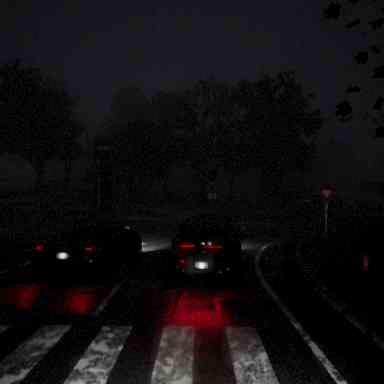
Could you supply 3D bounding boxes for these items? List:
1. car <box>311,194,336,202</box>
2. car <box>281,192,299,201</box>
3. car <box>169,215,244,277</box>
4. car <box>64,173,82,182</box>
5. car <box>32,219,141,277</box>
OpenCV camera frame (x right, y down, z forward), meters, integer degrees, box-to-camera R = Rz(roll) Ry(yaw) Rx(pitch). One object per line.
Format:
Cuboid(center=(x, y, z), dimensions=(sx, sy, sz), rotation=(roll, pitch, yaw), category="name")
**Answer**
Cuboid(center=(20.633, 0.861, 52.232), dimensions=(1.994, 1.385, 4.181), rotation=(0, 2, -15), category="car")
Cuboid(center=(16.037, 0.715, 55.919), dimensions=(1.812, 1.442, 4.674), rotation=(-1, 2, -23), category="car")
Cuboid(center=(0.580, 1.455, 10.199), dimensions=(1.837, 1.490, 4.892), rotation=(0, 0, 8), category="car")
Cuboid(center=(-31.077, -3.643, 89.543), dimensions=(2.231, 1.521, 4.892), rotation=(7, 6, 28), category="car")
Cuboid(center=(-2.935, 1.509, 10.126), dimensions=(1.994, 1.385, 4.181), rotation=(0, 1, 7), category="car")
